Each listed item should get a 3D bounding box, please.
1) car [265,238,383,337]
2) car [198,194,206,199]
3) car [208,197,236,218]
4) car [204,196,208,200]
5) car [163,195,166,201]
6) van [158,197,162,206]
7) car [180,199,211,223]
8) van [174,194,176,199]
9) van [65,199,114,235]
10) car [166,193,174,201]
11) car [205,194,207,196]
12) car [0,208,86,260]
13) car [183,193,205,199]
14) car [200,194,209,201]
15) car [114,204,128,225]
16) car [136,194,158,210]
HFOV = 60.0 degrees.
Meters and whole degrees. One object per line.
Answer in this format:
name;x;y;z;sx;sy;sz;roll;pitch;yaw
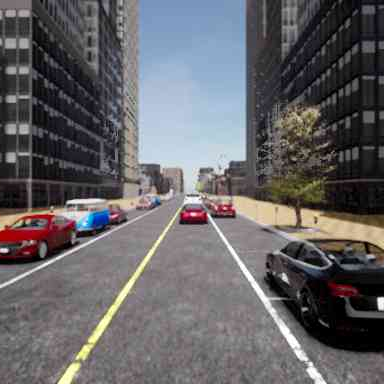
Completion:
car;2.698;1.550;6.604;1.947;1.339;4.313;0;0;0
car;2.749;1.288;91.982;2.008;1.369;4.403;0;0;0
car;2.712;1.365;29.370;1.967;1.590;4.097;0;0;0
car;2.718;1.474;40.755;1.802;1.307;4.206;0;0;0
car;-5.656;1.425;52.160;1.947;1.339;4.313;0;0;0
van;-5.658;1.217;46.467;1.690;1.788;3.998;0;0;0
car;0.115;1.501;24.830;1.994;1.385;4.181;0;0;0
van;-5.634;1.097;86.311;1.690;1.788;3.998;0;0;0
van;-5.675;1.296;18.006;1.690;1.788;3.998;0;0;0
car;-5.642;1.317;74.757;1.752;1.417;4.829;0;0;0
car;2.722;1.401;46.617;1.752;1.417;4.829;0;0;0
car;-5.679;1.515;12.314;1.887;1.381;4.507;0;0;0
car;0.126;1.107;41.630;2.150;2.045;5.566;0;0;0
car;2.739;1.231;74.906;1.967;1.590;4.097;0;0;0
car;-5.673;1.522;23.699;1.802;1.307;4.206;0;0;0
car;-5.662;1.333;40.774;1.967;1.590;4.097;0;0;0
